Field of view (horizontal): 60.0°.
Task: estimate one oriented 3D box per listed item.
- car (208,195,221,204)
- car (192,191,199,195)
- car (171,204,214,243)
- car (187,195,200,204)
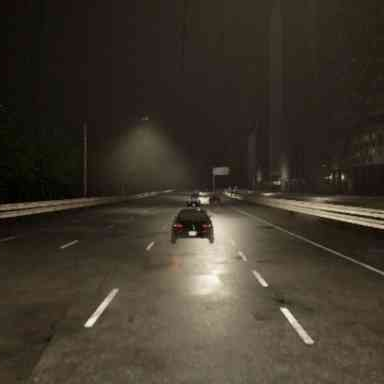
[{"bbox_3d":[3.980,1.285,58.517,1.837,1.490,4.892,0,1,1],"label":"car"},{"bbox_3d":[0.599,1.079,73.785,1.837,1.490,4.892,0,1,1],"label":"car"},{"bbox_3d":[0.031,1.501,15.814,1.812,1.442,4.674,0,0,0],"label":"car"},{"bbox_3d":[0.255,1.433,47.819,1.895,1.301,4.718,0,0,1],"label":"car"}]
